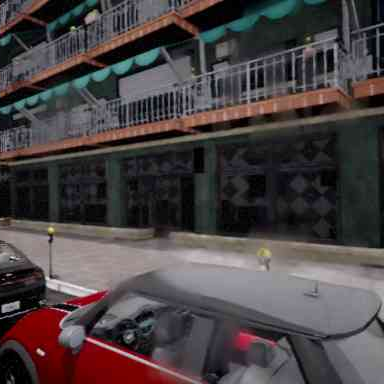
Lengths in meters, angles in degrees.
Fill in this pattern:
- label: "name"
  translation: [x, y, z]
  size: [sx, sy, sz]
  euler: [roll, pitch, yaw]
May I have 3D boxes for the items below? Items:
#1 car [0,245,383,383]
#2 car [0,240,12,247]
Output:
- label: "car"
  translation: [-0.139, 1.437, 3.156]
  size: [4.097, 1.590, 1.967]
  euler: [-1, 0, 38]
- label: "car"
  translation: [-4.588, 1.611, 6.613]
  size: [4.403, 1.369, 2.008]
  euler: [-1, 0, 38]
